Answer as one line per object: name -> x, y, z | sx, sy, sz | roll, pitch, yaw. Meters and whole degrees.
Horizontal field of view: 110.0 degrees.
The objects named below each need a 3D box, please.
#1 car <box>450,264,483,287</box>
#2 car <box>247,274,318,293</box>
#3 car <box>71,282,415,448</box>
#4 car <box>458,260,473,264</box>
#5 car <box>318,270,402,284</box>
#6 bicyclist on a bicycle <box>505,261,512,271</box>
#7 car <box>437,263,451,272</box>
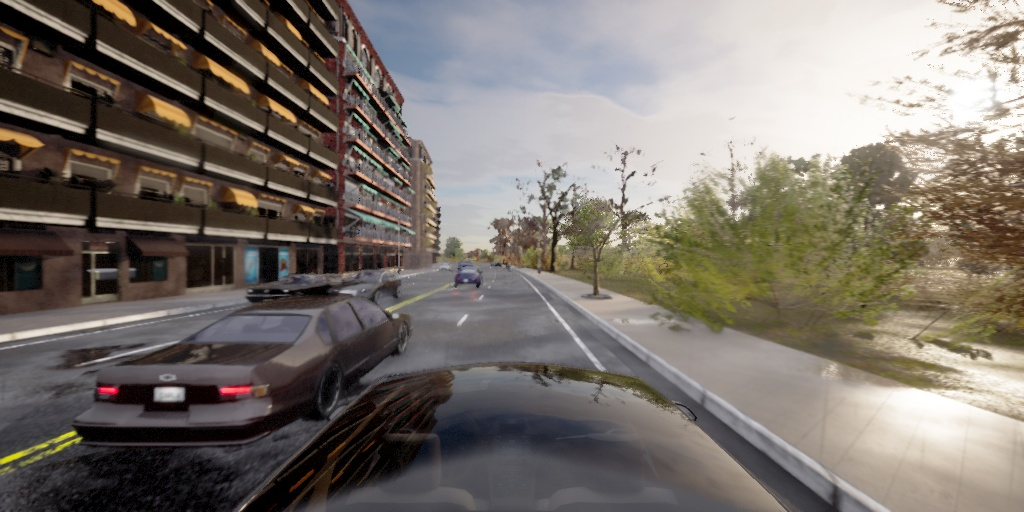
car -> -3.211, 1.557, 27.107 | 1.812, 1.442, 4.674 | 0, -1, -1
car -> -9.854, 1.516, 16.620 | 1.895, 1.301, 4.718 | 0, -1, 0
car -> -3.151, 1.343, 5.808 | 2.033, 1.411, 5.357 | 0, -1, 0
car -> -7.692, 1.607, 59.229 | 2.150, 2.045, 5.566 | 0, -1, -3
car -> -6.608, 1.409, 16.838 | 2.128, 1.511, 4.902 | 0, -1, 0
bicyclist on a bicycle -> -0.457, 1.854, 62.778 | 0.866, 1.612, 1.509 | 0, -1, -3
car -> -10.941, 1.910, 59.057 | 1.812, 1.442, 4.674 | 0, -1, -3
